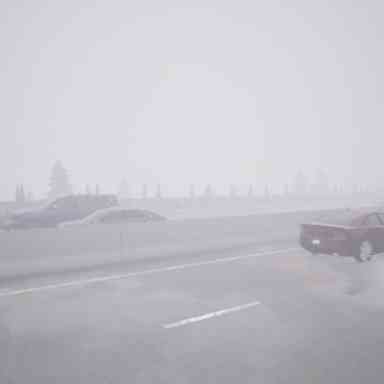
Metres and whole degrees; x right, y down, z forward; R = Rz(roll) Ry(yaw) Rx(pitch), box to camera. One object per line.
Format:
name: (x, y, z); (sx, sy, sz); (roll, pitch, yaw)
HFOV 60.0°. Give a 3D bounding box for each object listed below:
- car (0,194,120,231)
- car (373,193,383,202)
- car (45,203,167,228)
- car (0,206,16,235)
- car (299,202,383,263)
car: (-6.123, 1.145, 16.448); (5.566, 2.045, 2.150); (-1, 1, -32)
car: (23.737, 0.904, 40.416); (4.902, 1.511, 2.128); (-1, 1, -40)
car: (-3.334, 1.420, 14.074); (4.892, 1.490, 1.837); (-1, 1, -32)
car: (-12.029, 1.529, 16.841); (5.357, 1.411, 2.033); (-1, 1, -32)
car: (5.834, 1.321, 11.375); (5.008, 1.535, 1.882); (-1, 1, -32)
